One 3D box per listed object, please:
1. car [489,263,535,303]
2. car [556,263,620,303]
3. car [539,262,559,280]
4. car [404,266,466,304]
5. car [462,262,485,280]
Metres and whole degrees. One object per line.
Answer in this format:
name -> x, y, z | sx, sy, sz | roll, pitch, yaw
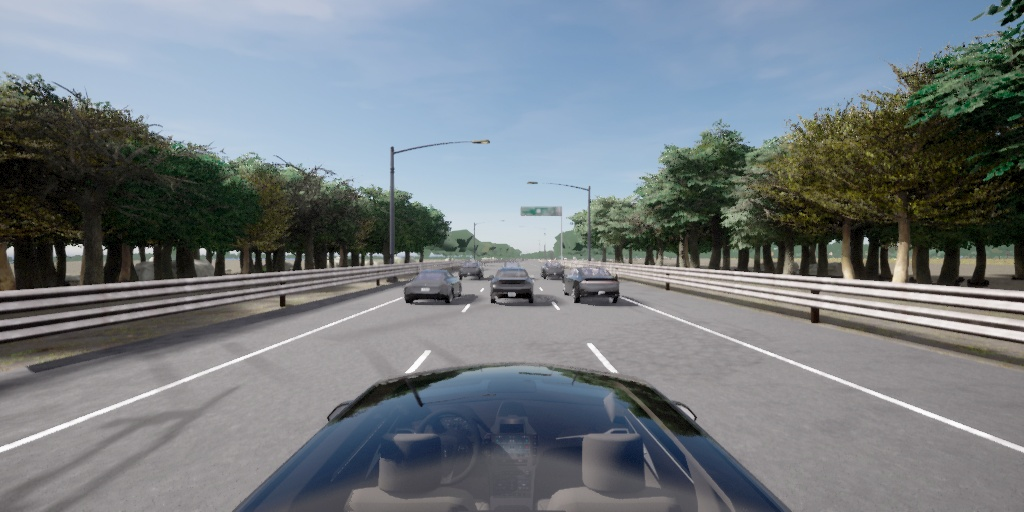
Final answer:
car -> 0.000, 1.269, 16.501 | 1.837, 1.490, 4.892 | 0, 0, 0
car -> 3.500, 1.248, 16.500 | 2.128, 1.511, 4.902 | 0, 0, 0
car -> 3.500, 1.262, 31.500 | 2.128, 1.511, 4.902 | 0, 0, 0
car -> -3.500, 1.325, 16.500 | 1.994, 1.385, 4.181 | 0, 0, 0
car -> -3.500, 1.262, 31.500 | 2.128, 1.511, 4.902 | 0, 0, 0
